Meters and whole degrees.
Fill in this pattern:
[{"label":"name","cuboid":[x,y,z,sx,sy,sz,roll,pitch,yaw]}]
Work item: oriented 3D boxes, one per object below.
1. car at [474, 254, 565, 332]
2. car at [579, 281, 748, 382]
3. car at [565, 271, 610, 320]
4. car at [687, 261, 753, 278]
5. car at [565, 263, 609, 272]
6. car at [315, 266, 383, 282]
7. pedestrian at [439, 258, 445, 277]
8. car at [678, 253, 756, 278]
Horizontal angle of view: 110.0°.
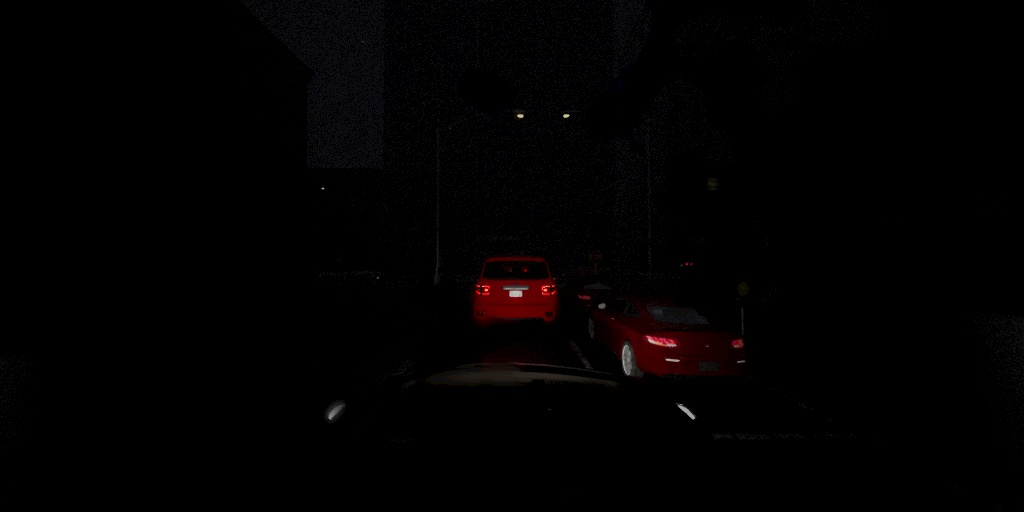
[{"label":"car","cuboid":[0.113,0.978,11.066,2.150,2.045,5.566,0,0,0]},{"label":"car","cuboid":[2.644,1.335,6.896,1.802,1.307,4.207,0,0,0]},{"label":"car","cuboid":[2.654,1.338,12.335,1.802,1.307,4.207,0,0,0]},{"label":"car","cuboid":[18.138,1.151,31.370,4.674,1.442,1.812,0,-1,0]},{"label":"car","cuboid":[6.381,1.294,31.437,4.181,1.385,1.994,-1,-1,1]},{"label":"car","cuboid":[-12.919,1.471,28.601,4.718,1.301,1.895,-1,-1,0]},{"label":"pedestrian","cuboid":[-6.770,1.056,34.434,0.375,1.860,0.375,0,-1,0]},{"label":"car","cuboid":[16.135,0.807,28.440,5.566,2.045,2.150,0,-1,0]}]
